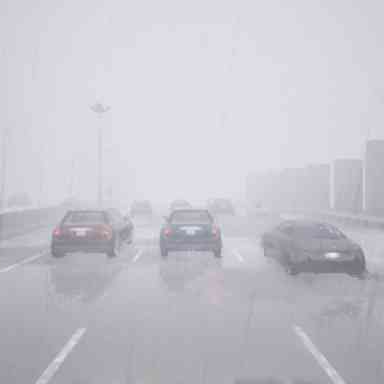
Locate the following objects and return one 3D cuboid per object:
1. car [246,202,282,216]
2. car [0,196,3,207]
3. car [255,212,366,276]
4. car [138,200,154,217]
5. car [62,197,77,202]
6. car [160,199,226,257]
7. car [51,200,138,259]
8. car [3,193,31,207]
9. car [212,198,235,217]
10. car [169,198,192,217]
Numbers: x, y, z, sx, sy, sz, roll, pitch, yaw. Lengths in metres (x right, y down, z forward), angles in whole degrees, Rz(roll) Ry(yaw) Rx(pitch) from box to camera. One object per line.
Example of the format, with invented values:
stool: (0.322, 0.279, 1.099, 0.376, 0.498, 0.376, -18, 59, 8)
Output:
car: (6.136, 1.538, 28.906, 1.895, 1.301, 4.718, 0, 0, -5)
car: (-28.482, 1.275, 47.264, 2.097, 1.767, 4.553, 0, 0, -12)
car: (3.471, 1.540, 10.285, 1.994, 1.385, 4.181, 0, 0, -1)
car: (-4.572, 1.433, 30.538, 2.128, 1.511, 4.902, 0, 0, -5)
car: (-18.327, 1.459, 50.050, 2.033, 1.411, 5.357, 0, 0, -12)
car: (-0.072, 1.325, 13.003, 2.097, 1.767, 4.553, 0, 0, -1)
car: (-3.568, 1.329, 12.719, 2.097, 1.767, 4.553, 0, 0, -1)
car: (-25.177, 1.144, 48.616, 2.150, 2.045, 5.566, 0, 0, -12)
car: (2.480, 1.289, 30.190, 2.097, 1.767, 4.553, 0, 0, -5)
car: (-1.204, 1.413, 32.083, 1.882, 1.535, 5.008, 0, 0, -6)
